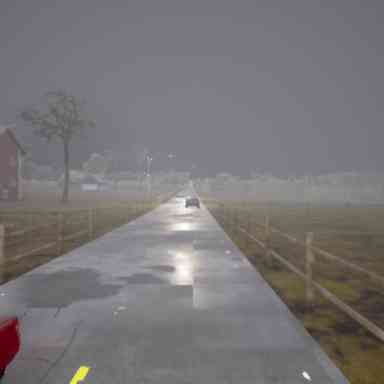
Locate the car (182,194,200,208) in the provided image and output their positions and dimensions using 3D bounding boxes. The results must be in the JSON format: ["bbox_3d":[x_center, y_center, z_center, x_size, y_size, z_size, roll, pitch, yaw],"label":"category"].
[{"bbox_3d":[0.063,1.342,45.499,2.128,1.511,4.902,0,1,0],"label":"car"}]

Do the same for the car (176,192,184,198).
[{"bbox_3d":[-2.813,0.794,80.812,2.128,1.511,4.902,0,1,0],"label":"car"}]

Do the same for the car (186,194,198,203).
[{"bbox_3d":[0.047,1.133,63.508,2.128,1.511,4.902,0,1,0],"label":"car"}]

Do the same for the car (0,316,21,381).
[{"bbox_3d":[-2.851,1.607,1.505,1.895,1.301,4.718,0,0,0],"label":"car"}]
